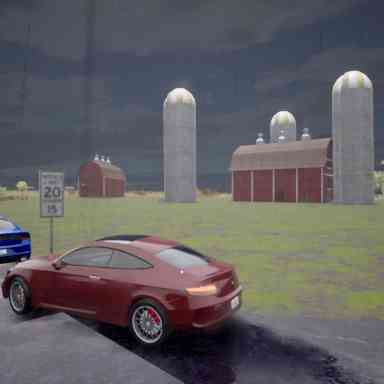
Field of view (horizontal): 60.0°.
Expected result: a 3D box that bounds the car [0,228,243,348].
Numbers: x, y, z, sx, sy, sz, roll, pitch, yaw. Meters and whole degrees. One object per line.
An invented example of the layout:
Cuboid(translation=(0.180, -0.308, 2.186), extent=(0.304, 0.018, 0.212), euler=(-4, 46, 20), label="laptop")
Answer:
Cuboid(translation=(-1.393, 1.529, 6.166), extent=(4.674, 1.442, 1.812), euler=(0, 0, 27), label="car")

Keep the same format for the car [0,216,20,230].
Cuboid(translation=(-6.948, 1.480, 10.738), extent=(5.008, 1.535, 1.882), euler=(0, 0, 43), label="car")
